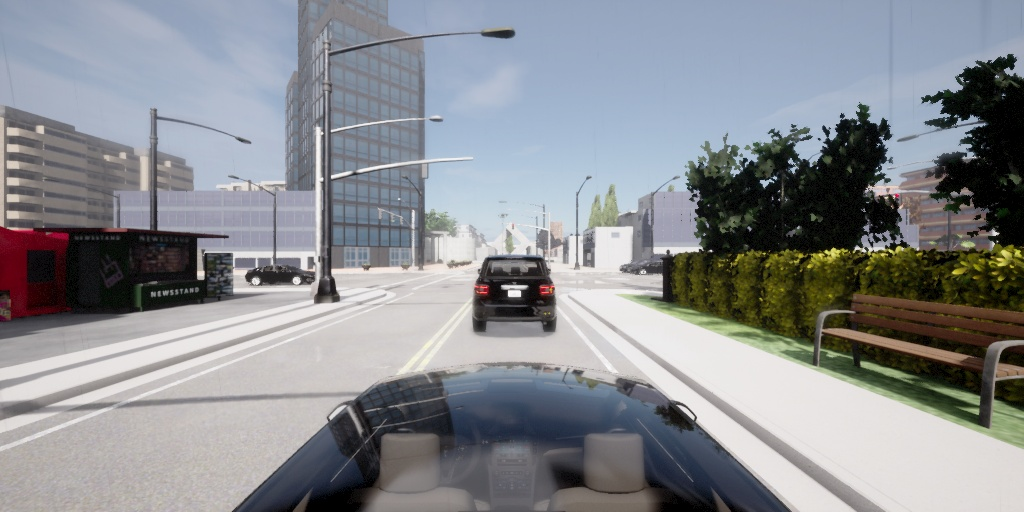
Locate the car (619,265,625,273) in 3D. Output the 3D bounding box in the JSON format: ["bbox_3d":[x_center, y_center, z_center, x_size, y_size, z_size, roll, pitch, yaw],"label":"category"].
[{"bbox_3d":[14.667,1.223,40.565,4.902,1.511,2.128,0,0,0],"label":"car"}]

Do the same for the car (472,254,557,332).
[{"bbox_3d":[0.075,0.971,11.036,2.150,2.045,5.566,0,0,0],"label":"car"}]

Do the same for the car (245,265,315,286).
[{"bbox_3d":[-16.638,1.362,26.130,4.892,1.490,1.837,-1,0,0],"label":"car"}]

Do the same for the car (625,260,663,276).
[{"bbox_3d":[14.653,1.240,37.064,4.892,1.490,1.837,0,0,0],"label":"car"}]
